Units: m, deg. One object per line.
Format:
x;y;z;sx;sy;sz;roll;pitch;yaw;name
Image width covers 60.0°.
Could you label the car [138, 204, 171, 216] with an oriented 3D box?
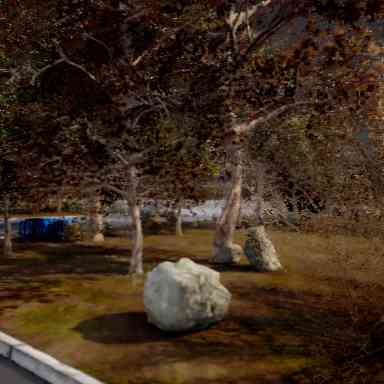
-4.427;1.981;36.302;1.895;1.301;4.718;4;1;35;car
